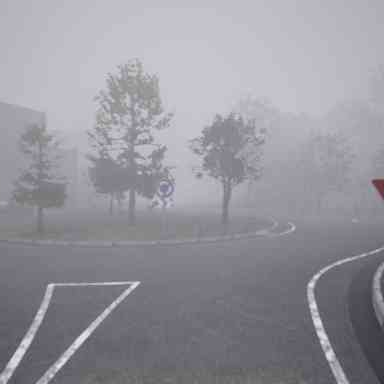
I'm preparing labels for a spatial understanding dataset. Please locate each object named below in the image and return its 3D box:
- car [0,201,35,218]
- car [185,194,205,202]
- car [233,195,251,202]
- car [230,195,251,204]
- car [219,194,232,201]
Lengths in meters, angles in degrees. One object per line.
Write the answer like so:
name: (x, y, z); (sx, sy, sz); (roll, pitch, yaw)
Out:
car: (-15.924, 1.439, 28.889); (1.812, 1.442, 4.674); (0, 0, 22)
car: (0.918, 1.703, 92.169); (5.566, 2.045, 2.435); (0, -1, -3)
car: (13.580, 1.845, 90.069); (4.553, 1.767, 2.185); (0, 0, -3)
car: (10.030, 1.821, 69.429); (1.895, 1.301, 4.718); (0, -1, -13)
car: (8.998, 1.527, 84.826); (2.150, 2.045, 5.566); (0, -1, -3)
